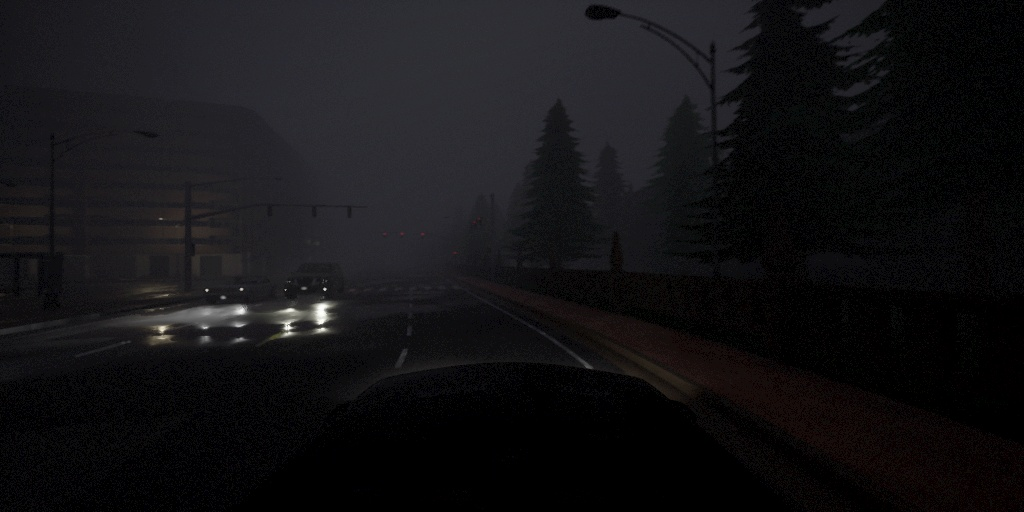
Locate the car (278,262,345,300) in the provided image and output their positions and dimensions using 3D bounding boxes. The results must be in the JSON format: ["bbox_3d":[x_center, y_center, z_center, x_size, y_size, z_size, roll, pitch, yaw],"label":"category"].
[{"bbox_3d":[-11.356,1.361,21.062,2.150,2.045,5.566,0,-1,-15],"label":"car"}]

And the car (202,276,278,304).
[{"bbox_3d":[-14.580,1.758,19.571,1.895,1.301,4.718,0,-1,-15],"label":"car"}]
